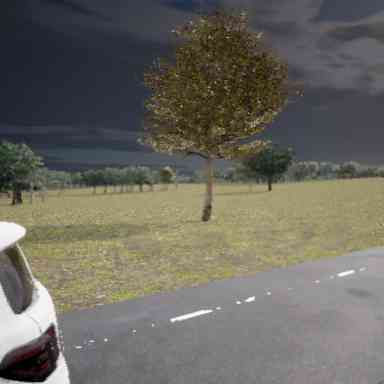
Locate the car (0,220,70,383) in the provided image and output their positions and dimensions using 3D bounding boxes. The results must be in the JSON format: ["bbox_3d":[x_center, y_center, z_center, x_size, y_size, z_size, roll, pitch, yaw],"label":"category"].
[{"bbox_3d":[-3.465,1.229,1.397,5.566,2.045,2.150,0,0,-35],"label":"car"}]
